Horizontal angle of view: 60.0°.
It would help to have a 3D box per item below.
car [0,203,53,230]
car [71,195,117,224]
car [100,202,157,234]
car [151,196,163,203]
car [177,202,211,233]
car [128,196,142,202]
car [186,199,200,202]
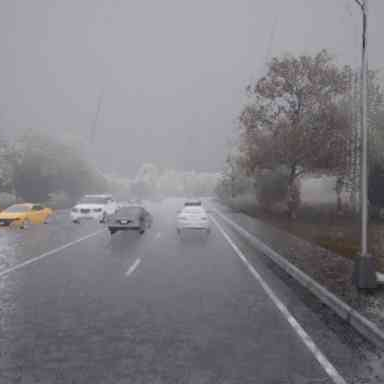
[{"bbox_3d":[-10.604,1.477,21.051,1.882,1.535,5.008,0,0,0],"label":"car"},{"bbox_3d":[-7.104,1.221,24.810,2.150,2.045,5.566,0,0,0],"label":"car"},{"bbox_3d":[-3.406,1.547,19.167,2.033,1.411,5.357,0,0,0],"label":"car"},{"bbox_3d":[-6.961,1.574,66.397,1.994,1.385,4.181,0,0,1],"label":"car"},{"bbox_3d":[0.096,1.525,19.407,1.812,1.442,4.674,0,0,0],"label":"car"},{"bbox_3d":[-10.522,1.488,61.428,2.128,1.511,4.902,0,0,1],"label":"car"},{"bbox_3d":[0.089,1.476,37.246,1.882,1.535,5.008,0,0,0],"label":"car"}]
